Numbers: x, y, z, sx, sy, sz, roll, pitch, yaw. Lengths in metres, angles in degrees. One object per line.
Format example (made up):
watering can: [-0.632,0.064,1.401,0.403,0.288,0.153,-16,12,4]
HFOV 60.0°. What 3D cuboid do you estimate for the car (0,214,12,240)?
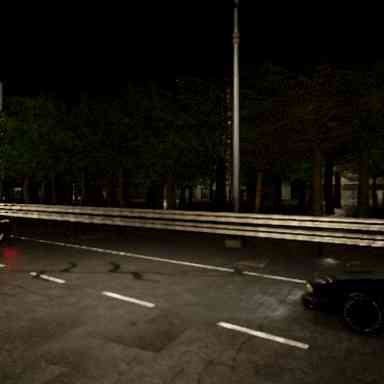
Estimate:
car: [-10.344,1.486,15.563,4.902,1.511,2.128,0,0,36]

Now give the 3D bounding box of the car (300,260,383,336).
car: [4.511,1.548,4.947,5.357,1.411,2.033,0,0,35]
